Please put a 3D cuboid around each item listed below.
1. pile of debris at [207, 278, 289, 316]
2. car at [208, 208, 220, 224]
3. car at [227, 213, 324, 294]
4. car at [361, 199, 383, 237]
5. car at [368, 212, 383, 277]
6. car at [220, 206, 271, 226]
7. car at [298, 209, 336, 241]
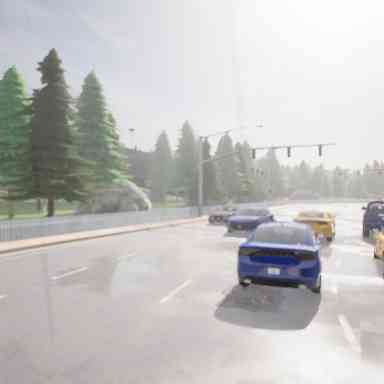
[{"bbox_3d":[1.309,2.249,7.324,1.500,0.140,1.860,0,-1,19],"label":"pile of debris"},{"bbox_3d":[2.861,1.819,26.394,1.994,1.385,4.181,0,-1,27],"label":"car"},{"bbox_3d":[2.605,1.574,9.341,1.882,1.535,5.008,0,-1,21],"label":"car"},{"bbox_3d":[10.970,1.439,18.986,2.150,2.045,5.566,0,-1,29],"label":"car"},{"bbox_3d":[6.688,1.597,10.067,1.882,1.535,5.008,0,-1,24],"label":"car"},{"bbox_3d":[3.746,1.681,20.547,1.882,1.535,5.008,0,-1,28],"label":"car"},{"bbox_3d":[6.643,1.670,18.045,1.882,1.535,5.008,0,-1,26],"label":"car"}]
